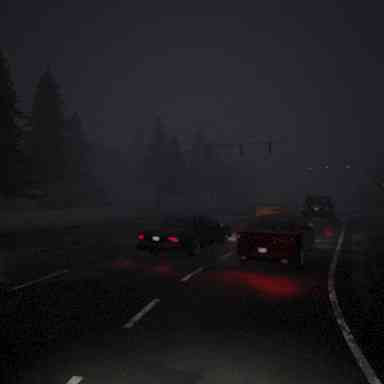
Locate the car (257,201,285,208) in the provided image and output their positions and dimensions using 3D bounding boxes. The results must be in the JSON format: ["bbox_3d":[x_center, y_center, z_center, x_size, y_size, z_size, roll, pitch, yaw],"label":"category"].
[{"bbox_3d":[6.491,1.483,26.597,1.882,1.535,5.008,0,0,26],"label":"car"}]

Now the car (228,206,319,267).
[{"bbox_3d":[3.068,1.483,11.579,1.882,1.535,5.008,0,0,26],"label":"car"}]

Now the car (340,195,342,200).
[{"bbox_3d":[37.621,1.506,85.403,4.674,1.442,1.812,0,0,-45],"label":"car"}]

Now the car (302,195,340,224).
[{"bbox_3d":[9.650,1.256,25.091,2.150,2.045,5.566,0,0,26],"label":"car"}]

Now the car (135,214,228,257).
[{"bbox_3d":[-0.079,1.561,13.112,2.033,1.411,5.357,0,0,26],"label":"car"}]

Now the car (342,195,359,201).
[{"bbox_3d":[39.985,1.436,82.812,5.008,1.535,1.882,0,0,-45],"label":"car"}]
